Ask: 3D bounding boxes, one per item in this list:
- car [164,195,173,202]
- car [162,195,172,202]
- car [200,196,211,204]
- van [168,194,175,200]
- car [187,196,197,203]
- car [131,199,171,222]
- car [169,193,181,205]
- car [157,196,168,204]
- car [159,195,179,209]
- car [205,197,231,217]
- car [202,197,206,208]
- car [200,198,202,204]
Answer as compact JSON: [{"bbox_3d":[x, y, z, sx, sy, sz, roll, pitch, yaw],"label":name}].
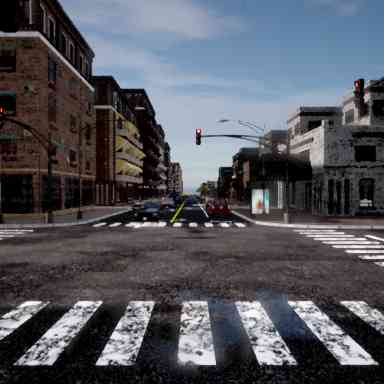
[{"bbox_3d":[-5.855,1.592,82.897,1.752,1.417,4.829,-1,0,0],"label":"car"},{"bbox_3d":[-5.846,1.497,77.370,1.967,1.590,4.097,0,0,0],"label":"car"},{"bbox_3d":[2.559,1.591,66.006,2.008,1.369,4.403,-1,0,0],"label":"car"},{"bbox_3d":[-5.879,1.430,94.460,1.690,1.788,3.998,-1,0,0],"label":"van"},{"bbox_3d":[-0.045,1.593,70.279,2.033,1.411,5.357,0,0,0],"label":"car"},{"bbox_3d":[-3.266,1.550,26.728,2.033,1.411,5.357,0,0,3],"label":"car"},{"bbox_3d":[-3.154,1.257,61.038,2.150,2.045,5.566,0,0,0],"label":"car"},{"bbox_3d":[-5.822,1.565,65.807,1.752,1.417,4.829,0,0,0],"label":"car"},{"bbox_3d":[-3.183,1.565,45.260,2.033,1.411,5.357,0,0,0],"label":"car"},{"bbox_3d":[2.623,1.446,31.825,1.967,1.590,4.097,0,0,0],"label":"car"},{"bbox_3d":[2.602,1.597,43.219,1.802,1.307,4.206,0,0,0],"label":"car"},{"bbox_3d":[2.591,1.571,48.916,2.008,1.369,4.403,0,0,0],"label":"car"}]
